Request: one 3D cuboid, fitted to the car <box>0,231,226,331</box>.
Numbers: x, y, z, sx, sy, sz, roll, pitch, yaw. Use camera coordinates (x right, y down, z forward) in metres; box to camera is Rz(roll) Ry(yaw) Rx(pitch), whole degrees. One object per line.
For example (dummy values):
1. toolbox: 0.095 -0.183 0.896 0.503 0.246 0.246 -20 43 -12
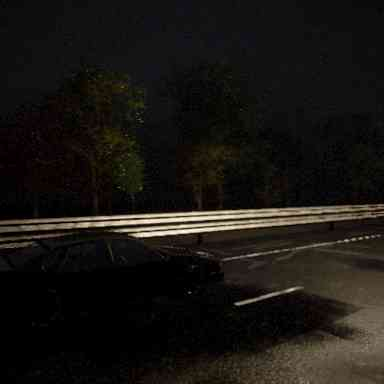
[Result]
1. car: -1.843 1.549 6.855 5.357 1.411 2.033 0 0 -36
